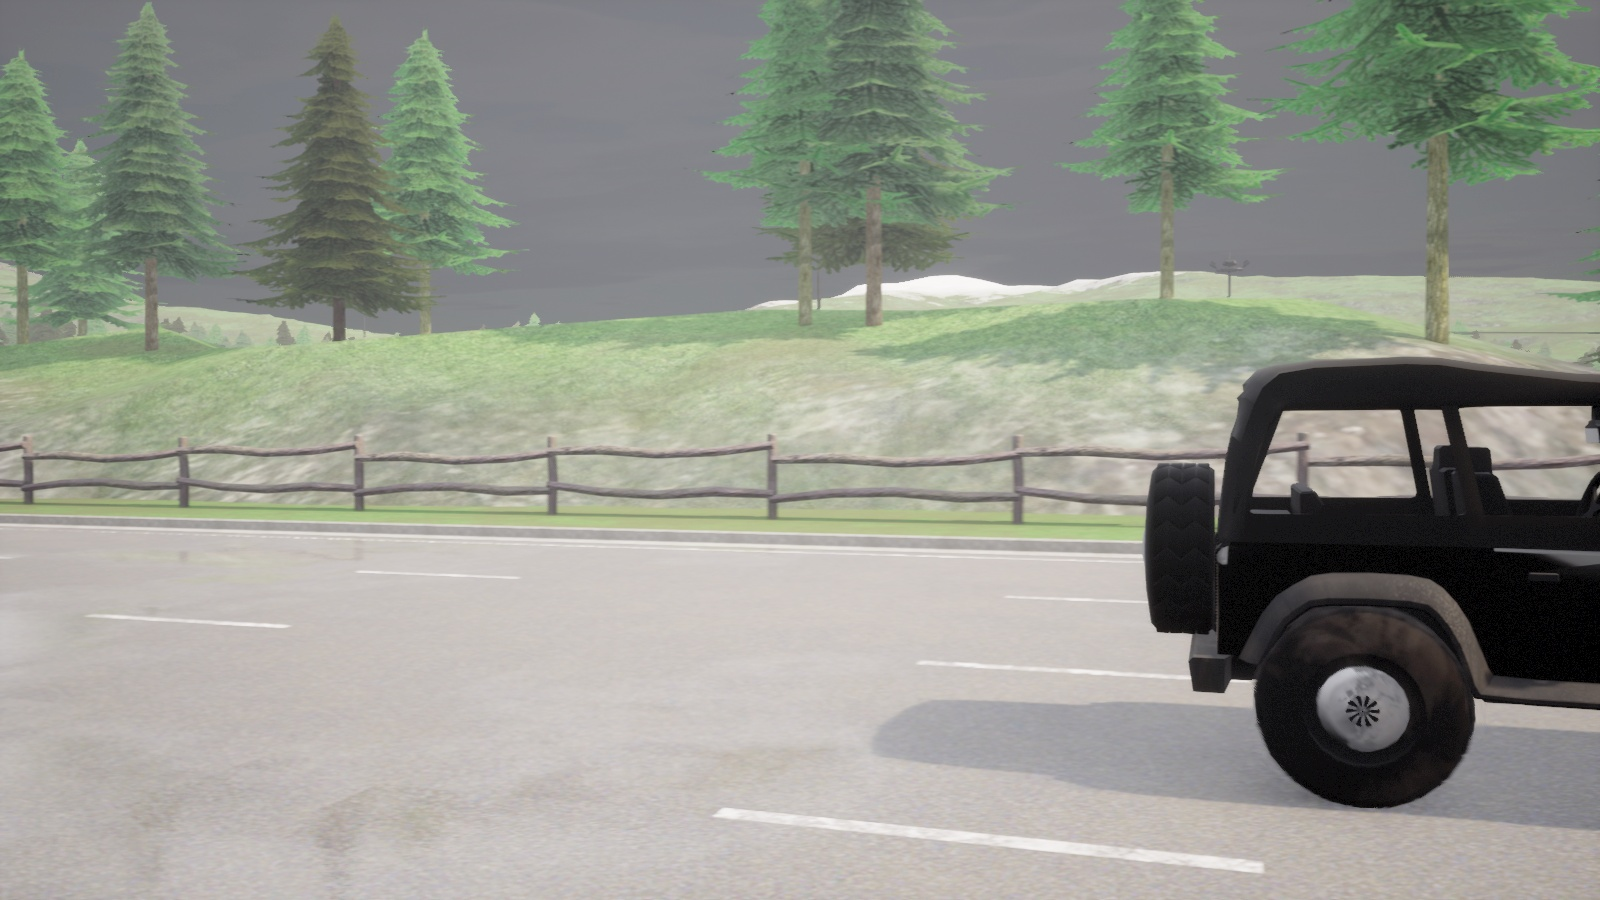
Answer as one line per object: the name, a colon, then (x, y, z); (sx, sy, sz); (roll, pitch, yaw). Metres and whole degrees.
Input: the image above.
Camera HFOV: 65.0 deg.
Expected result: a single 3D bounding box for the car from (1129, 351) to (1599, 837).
car: (3.558, 0.545, 5.685); (3.866, 1.878, 1.905); (1, 1, 19)
